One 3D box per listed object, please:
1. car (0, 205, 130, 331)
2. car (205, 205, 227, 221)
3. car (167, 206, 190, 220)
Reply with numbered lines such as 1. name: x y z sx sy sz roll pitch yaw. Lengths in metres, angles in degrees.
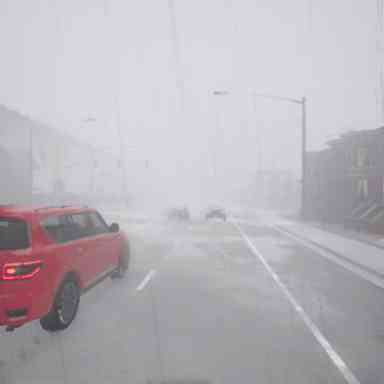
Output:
1. car: -2.999 1.288 7.186 2.150 2.045 5.566 0 -1 4
2. car: 2.249 1.952 31.563 1.812 1.442 4.674 0 -1 4
3. car: -1.211 2.004 32.239 1.895 1.301 4.718 0 -1 4
